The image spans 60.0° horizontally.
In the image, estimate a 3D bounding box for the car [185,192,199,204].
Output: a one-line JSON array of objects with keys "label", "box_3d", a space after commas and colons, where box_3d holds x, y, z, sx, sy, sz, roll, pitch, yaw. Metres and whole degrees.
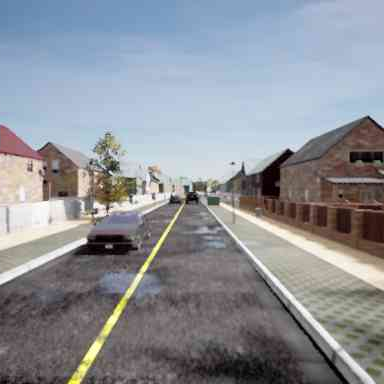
[{"label": "car", "box_3d": [-0.006, 0.957, 57.103, 2.150, 2.045, 5.566, 0, 0, 0]}]

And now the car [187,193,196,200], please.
[{"label": "car", "box_3d": [-0.017, 1.001, 72.491, 1.812, 1.442, 4.674, 0, 0, 1]}]

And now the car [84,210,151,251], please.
[{"label": "car", "box_3d": [-2.855, 1.485, 14.104, 2.033, 1.411, 5.357, 0, 0, 0]}]

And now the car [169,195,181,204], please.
[{"label": "car", "box_3d": [-2.823, 1.223, 55.700, 1.882, 1.535, 5.008, 0, 0, 0]}]

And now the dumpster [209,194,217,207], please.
[{"label": "dumpster", "box_3d": [2.999, 1.182, 47.055, 1.020, 1.700, 1.940, 0, 1, 0]}]
